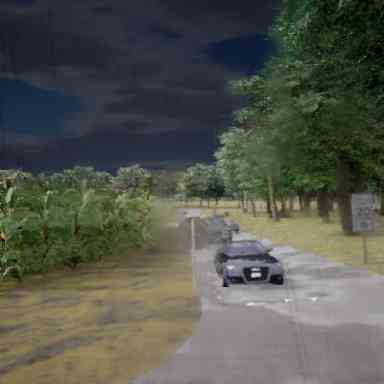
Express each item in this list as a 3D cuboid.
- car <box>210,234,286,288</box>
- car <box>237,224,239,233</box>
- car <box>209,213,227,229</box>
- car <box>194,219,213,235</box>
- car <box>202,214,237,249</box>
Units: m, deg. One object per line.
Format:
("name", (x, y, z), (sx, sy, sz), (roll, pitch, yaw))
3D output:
("car", (1.935, 2.486, 12.182), (1.994, 1.385, 4.181), (-2, -4, -1))
("car", (4.251, 3.994, 38.725), (2.033, 1.411, 5.357), (-2, -3, -2))
("car", (3.911, 4.400, 51.190), (2.150, 2.045, 5.566), (-2, -3, -2))
("car", (1.313, 4.066, 39.049), (1.882, 1.535, 5.008), (-2, -3, -1))
("car", (1.632, 2.961, 24.772), (2.150, 2.045, 5.566), (-2, -3, -1))
